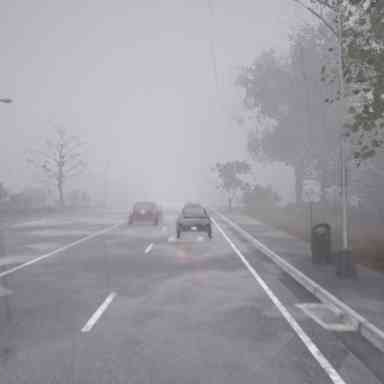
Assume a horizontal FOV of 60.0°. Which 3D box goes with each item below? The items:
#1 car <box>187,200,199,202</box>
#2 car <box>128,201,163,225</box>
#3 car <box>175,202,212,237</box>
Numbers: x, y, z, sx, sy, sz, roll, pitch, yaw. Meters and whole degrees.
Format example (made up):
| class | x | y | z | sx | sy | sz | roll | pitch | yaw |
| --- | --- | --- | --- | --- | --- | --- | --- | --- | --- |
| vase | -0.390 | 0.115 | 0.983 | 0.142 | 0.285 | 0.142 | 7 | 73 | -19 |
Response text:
| class | x | y | z | sx | sy | sz | roll | pitch | yaw |
| --- | --- | --- | --- | --- | --- | --- | --- | --- | --- |
| car | 0.102 | 1.613 | 37.046 | 1.882 | 1.535 | 5.008 | 0 | 0 | 0 |
| car | -3.397 | 1.444 | 25.103 | 2.097 | 1.767 | 4.553 | 0 | 0 | 0 |
| car | 0.102 | 1.560 | 18.554 | 2.128 | 1.511 | 4.902 | 0 | 0 | 0 |
